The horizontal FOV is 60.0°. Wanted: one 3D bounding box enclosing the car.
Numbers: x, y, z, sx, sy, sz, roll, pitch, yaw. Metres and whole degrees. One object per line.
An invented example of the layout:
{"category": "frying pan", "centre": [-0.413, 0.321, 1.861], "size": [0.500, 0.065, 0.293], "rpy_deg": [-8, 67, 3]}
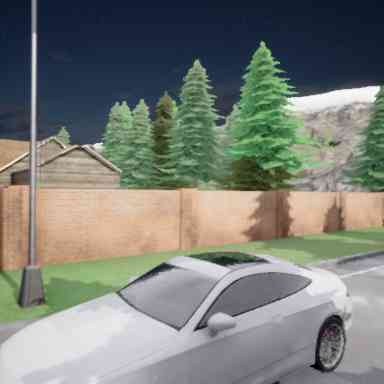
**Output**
{"category": "car", "centre": [0.193, 1.546, 4.146], "size": [4.674, 1.442, 1.812], "rpy_deg": [0, 0, -36]}
